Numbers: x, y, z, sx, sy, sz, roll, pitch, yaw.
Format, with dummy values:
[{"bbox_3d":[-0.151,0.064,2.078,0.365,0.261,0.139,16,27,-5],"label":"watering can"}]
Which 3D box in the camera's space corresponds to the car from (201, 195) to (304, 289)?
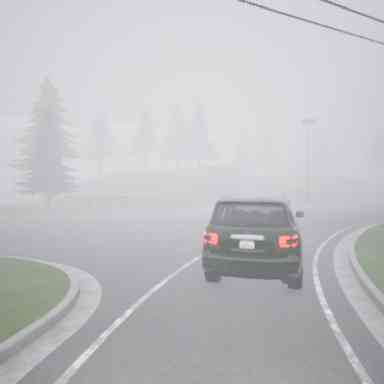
[{"bbox_3d":[1.828,1.097,9.116,2.150,2.045,5.566,0,1,16],"label":"car"}]
